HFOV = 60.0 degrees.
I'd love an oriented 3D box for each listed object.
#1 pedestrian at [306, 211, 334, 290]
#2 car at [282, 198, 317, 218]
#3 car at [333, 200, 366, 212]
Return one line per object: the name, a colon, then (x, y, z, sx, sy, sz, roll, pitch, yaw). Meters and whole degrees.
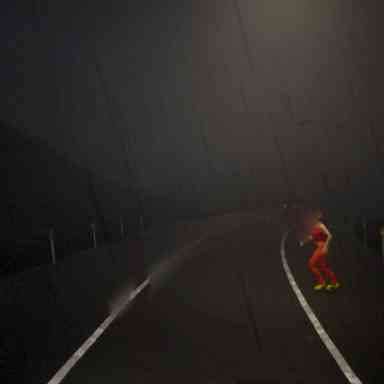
pedestrian: (2.851, 1.274, 7.446, 0.375, 1.860, 0.375, -3, 4, 9)
car: (9.805, 1.315, 30.023, 2.097, 1.767, 4.553, 3, 1, 32)
car: (19.406, 1.706, 40.923, 5.357, 1.411, 2.033, 1, 3, -39)
